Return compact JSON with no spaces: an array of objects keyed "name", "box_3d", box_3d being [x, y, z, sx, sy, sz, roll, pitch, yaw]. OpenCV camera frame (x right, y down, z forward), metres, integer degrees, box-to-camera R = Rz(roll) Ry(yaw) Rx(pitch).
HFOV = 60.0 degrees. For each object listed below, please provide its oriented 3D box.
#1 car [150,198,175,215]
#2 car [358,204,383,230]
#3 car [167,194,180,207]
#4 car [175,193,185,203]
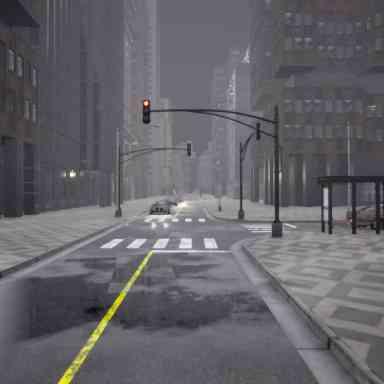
[{"name":"car","box_3d":[-3.162,1.571,34.143,1.994,1.385,4.181,0,0,0]},{"name":"car","box_3d":[11.470,1.430,19.142,4.674,1.442,1.812,0,-1,0]},{"name":"car","box_3d":[-3.191,1.489,50.805,1.882,1.535,5.008,0,0,0]},{"name":"car","box_3d":[-3.128,1.327,68.775,2.150,2.045,5.566,0,0,0]}]
